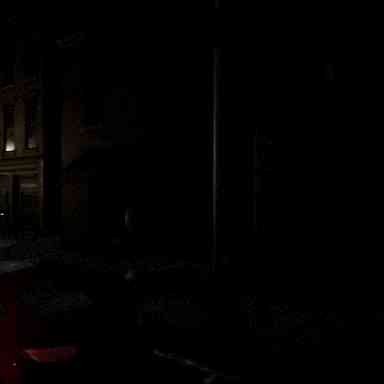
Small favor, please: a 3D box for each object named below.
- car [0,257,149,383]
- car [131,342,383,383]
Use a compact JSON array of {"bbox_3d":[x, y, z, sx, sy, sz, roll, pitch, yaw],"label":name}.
[{"bbox_3d":[-2.442,1.574,4.507,4.206,1.307,1.802,0,0,35],"label":"car"},{"bbox_3d":[2.000,1.559,1.414,4.313,1.339,1.947,0,0,35],"label":"car"}]
